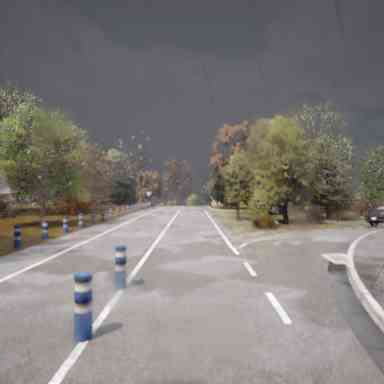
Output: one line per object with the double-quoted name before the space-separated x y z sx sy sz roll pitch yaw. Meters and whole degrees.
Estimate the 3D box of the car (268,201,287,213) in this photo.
"car" 8.392 1.615 36.963 1.994 1.385 4.181 6 -5 -44

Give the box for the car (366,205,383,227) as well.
"car" 12.994 1.409 20.827 4.674 1.442 1.812 0 -6 -23
